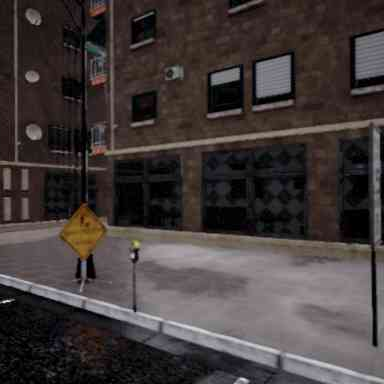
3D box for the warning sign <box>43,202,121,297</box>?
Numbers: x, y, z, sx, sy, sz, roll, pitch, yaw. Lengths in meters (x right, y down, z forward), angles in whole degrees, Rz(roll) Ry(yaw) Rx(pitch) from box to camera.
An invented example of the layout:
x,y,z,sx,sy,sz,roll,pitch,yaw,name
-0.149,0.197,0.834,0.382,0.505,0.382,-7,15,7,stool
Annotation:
x,y,z,sx,sy,sz,roll,pitch,yaw,name
-2.464,1.185,7.553,1.060,1.860,1.300,-1,0,35,warning sign
